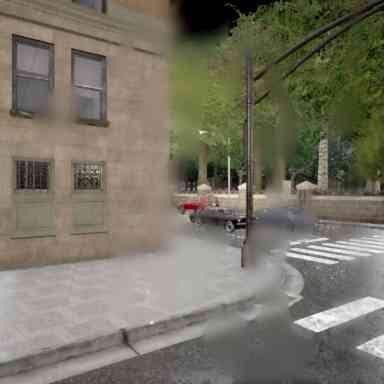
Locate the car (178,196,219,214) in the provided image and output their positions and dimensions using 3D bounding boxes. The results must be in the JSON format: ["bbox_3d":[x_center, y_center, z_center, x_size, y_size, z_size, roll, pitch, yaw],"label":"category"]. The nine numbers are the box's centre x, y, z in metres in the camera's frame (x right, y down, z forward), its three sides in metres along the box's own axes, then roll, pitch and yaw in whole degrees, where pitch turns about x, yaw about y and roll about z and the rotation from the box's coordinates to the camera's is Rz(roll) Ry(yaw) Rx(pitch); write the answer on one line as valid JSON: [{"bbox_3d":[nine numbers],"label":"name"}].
[{"bbox_3d":[0.639,1.285,31.844,2.192,1.841,5.009,0,0,-35],"label":"car"}]

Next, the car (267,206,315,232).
[{"bbox_3d":[5.388,1.550,20.456,1.994,1.385,4.181,0,0,-35],"label":"car"}]

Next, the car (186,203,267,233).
[{"bbox_3d":[1.882,1.585,19.901,1.895,1.301,4.718,0,0,-35],"label":"car"}]
